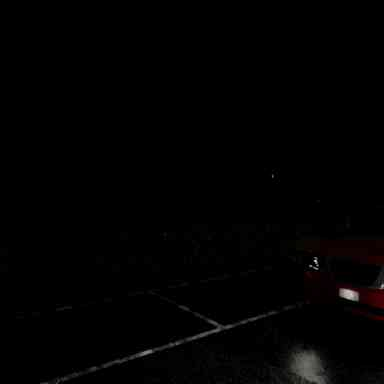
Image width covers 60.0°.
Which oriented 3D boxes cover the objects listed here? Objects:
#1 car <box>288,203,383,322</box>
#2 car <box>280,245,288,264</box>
[{"bbox_3d":[4.654,1.222,6.720,5.566,2.045,2.150,0,0,-36],"label":"car"},{"bbox_3d":[4.767,1.525,10.203,4.829,1.417,1.752,0,-1,-34],"label":"car"}]
